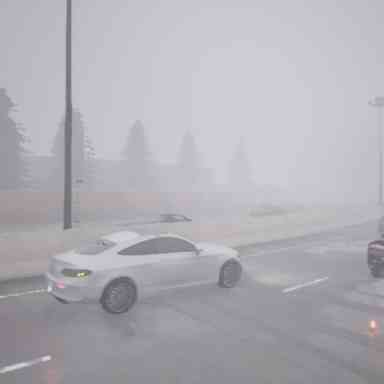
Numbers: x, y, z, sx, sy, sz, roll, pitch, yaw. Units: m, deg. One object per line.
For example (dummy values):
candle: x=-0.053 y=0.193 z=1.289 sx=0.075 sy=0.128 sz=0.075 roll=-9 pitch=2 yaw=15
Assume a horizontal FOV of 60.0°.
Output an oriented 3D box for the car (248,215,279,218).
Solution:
car: x=6.812 y=1.789 z=29.661 sx=1.837 sy=1.490 sz=4.892 roll=0 pitch=-1 yaw=41

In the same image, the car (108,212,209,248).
car: x=-1.526 y=1.744 z=16.386 sx=4.718 sy=1.301 sz=1.895 roll=1 pitch=-1 yaw=-41

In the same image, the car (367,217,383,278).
car: x=6.697 y=1.594 z=9.452 sx=4.902 sy=1.511 sz=2.128 roll=0 pitch=-1 yaw=-41

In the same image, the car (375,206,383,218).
car: x=12.992 y=1.742 z=20.636 sx=1.812 sy=1.442 sz=4.674 roll=0 pitch=0 yaw=43

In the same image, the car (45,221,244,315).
car: x=-0.852 y=1.593 z=7.690 sx=4.674 sy=1.442 sz=1.812 roll=0 pitch=0 yaw=-37
